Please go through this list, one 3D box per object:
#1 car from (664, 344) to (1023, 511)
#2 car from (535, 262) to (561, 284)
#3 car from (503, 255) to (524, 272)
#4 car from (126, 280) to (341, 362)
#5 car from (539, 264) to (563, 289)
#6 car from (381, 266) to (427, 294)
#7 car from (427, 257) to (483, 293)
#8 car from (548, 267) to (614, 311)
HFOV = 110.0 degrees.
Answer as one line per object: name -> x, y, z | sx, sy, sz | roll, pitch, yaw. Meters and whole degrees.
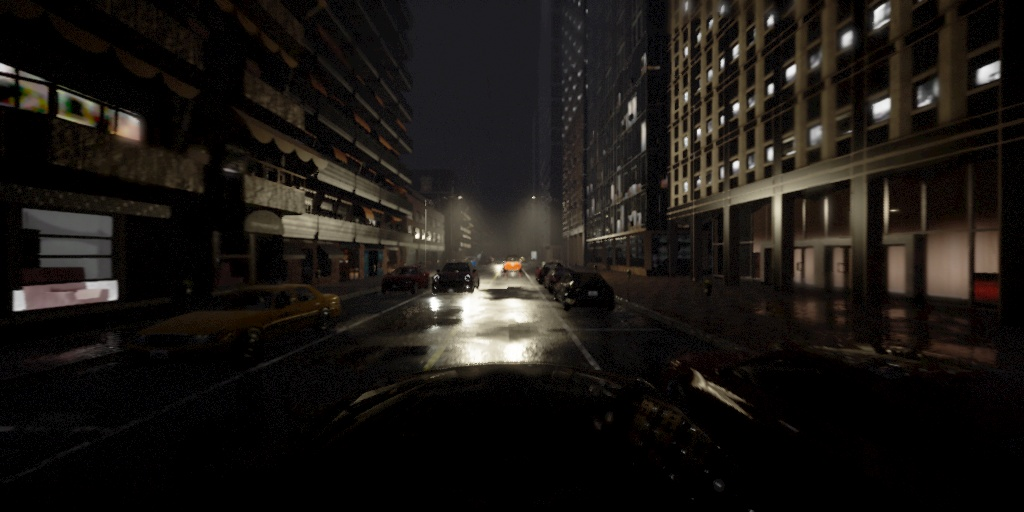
car -> 2.690, 1.328, 2.709 | 1.802, 1.307, 4.207 | 0, 0, 0
car -> 2.692, 1.109, 25.303 | 1.967, 1.591, 4.097 | 0, 0, 0
car -> 0.098, 0.971, 42.148 | 2.097, 1.767, 4.553 | 0, 1, 1
car -> -5.690, 1.252, 8.189 | 1.751, 1.417, 4.829 | 0, 0, 0
car -> 2.691, 1.270, 19.656 | 1.802, 1.307, 4.207 | 0, 0, 0
car -> -5.689, 1.233, 19.656 | 1.888, 1.381, 4.507 | 0, 0, 0
car -> -2.999, 1.093, 19.829 | 2.097, 1.767, 4.553 | 0, 0, 0
car -> 2.691, 1.273, 14.006 | 1.948, 1.339, 4.313 | 0, 0, 0
